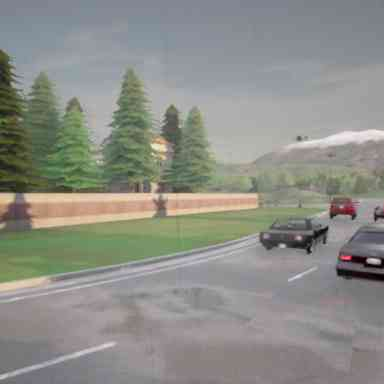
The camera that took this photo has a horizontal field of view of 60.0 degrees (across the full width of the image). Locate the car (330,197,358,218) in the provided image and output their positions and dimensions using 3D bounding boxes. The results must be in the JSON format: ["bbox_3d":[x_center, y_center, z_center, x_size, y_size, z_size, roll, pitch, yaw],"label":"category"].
[{"bbox_3d":[14.756,1.492,32.255,2.150,2.045,5.566,-1,-1,29],"label":"car"}]

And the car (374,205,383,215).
[{"bbox_3d":[17.166,1.810,29.371,1.895,1.301,4.718,-1,-1,29],"label":"car"}]

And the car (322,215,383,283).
[{"bbox_3d":[5.577,1.619,9.512,2.033,1.411,5.357,-1,-1,36],"label":"car"}]

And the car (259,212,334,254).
[{"bbox_3d":[4.593,1.745,14.384,1.895,1.301,4.718,-1,-1,32],"label":"car"}]
